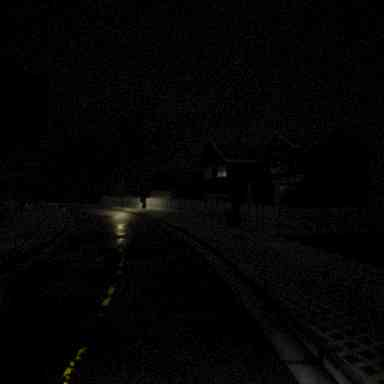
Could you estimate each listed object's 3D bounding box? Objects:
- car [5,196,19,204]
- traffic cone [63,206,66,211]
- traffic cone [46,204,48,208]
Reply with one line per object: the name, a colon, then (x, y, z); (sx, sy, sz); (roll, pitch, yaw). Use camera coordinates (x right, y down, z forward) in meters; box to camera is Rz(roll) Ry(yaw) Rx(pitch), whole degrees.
car: (-34.675, 1.529, 63.204); (4.674, 1.442, 1.812); (0, 0, 36)
traffic cone: (-14.820, 1.955, 38.634); (0.340, 0.580, 0.340); (0, 0, -31)
traffic cone: (-20.281, 1.954, 46.637); (0.340, 0.580, 0.340); (0, 0, -38)
